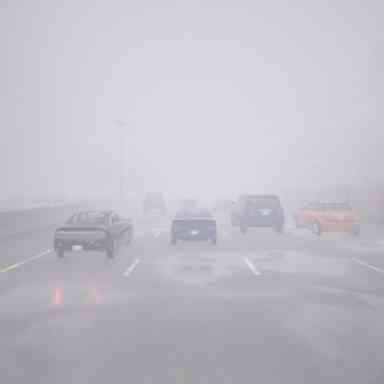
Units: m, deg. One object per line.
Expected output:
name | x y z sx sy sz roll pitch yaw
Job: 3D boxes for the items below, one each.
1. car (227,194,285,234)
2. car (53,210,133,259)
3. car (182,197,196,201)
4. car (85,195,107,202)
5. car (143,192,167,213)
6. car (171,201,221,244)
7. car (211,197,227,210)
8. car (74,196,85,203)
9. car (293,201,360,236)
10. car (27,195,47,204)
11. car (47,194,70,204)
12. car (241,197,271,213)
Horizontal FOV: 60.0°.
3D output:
car | 3.522 1.116 18.700 2.150 2.045 5.566 0 0 -1
car | -3.414 1.421 12.287 2.128 1.511 4.902 0 0 0
car | -0.339 1.304 35.628 1.837 1.490 4.892 0 0 -1
car | -14.922 1.191 53.176 2.128 1.511 4.902 0 0 -1
car | -3.817 1.026 34.720 2.150 2.045 5.566 0 0 -1
car | 0.061 1.391 15.238 1.882 1.535 5.008 0 0 -1
car | 3.164 1.292 35.513 2.128 1.511 4.902 0 0 -1
car | -18.493 1.280 56.783 1.895 1.301 4.718 0 0 -1
car | 7.027 1.251 17.888 2.097 1.767 4.553 0 0 -1
car | -25.455 1.252 55.055 1.994 1.385 4.181 0 0 -1
car | -21.970 1.190 55.851 1.837 1.490 4.892 0 0 -1
car | 6.671 1.293 35.292 2.128 1.511 4.902 0 0 -1
